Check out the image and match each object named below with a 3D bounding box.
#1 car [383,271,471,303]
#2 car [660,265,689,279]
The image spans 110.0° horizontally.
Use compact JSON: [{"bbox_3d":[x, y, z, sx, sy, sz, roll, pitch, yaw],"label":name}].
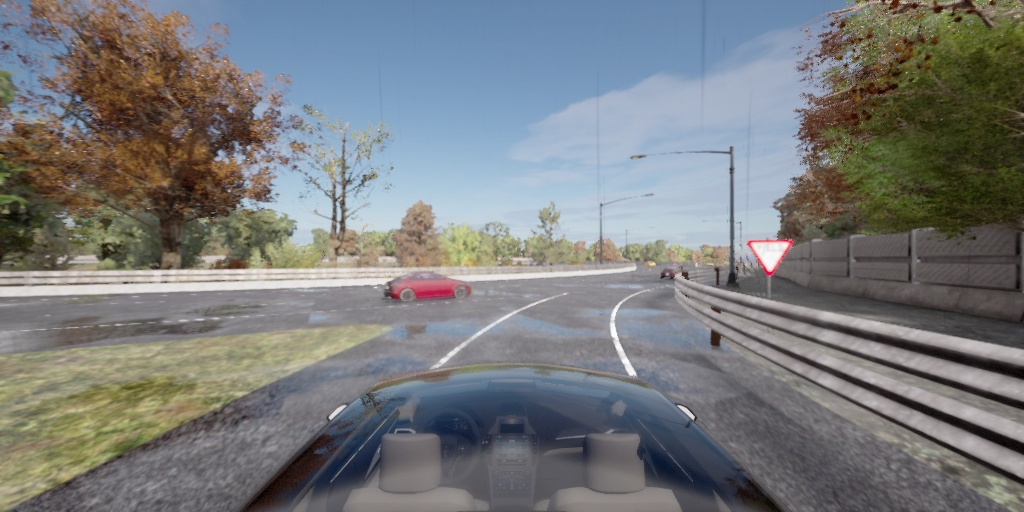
[{"bbox_3d":[-4.120,1.439,17.667,4.181,1.385,1.994,1,-1,-36],"label":"car"},{"bbox_3d":[16.774,1.639,36.925,1.812,1.442,4.674,0,-1,41],"label":"car"}]
